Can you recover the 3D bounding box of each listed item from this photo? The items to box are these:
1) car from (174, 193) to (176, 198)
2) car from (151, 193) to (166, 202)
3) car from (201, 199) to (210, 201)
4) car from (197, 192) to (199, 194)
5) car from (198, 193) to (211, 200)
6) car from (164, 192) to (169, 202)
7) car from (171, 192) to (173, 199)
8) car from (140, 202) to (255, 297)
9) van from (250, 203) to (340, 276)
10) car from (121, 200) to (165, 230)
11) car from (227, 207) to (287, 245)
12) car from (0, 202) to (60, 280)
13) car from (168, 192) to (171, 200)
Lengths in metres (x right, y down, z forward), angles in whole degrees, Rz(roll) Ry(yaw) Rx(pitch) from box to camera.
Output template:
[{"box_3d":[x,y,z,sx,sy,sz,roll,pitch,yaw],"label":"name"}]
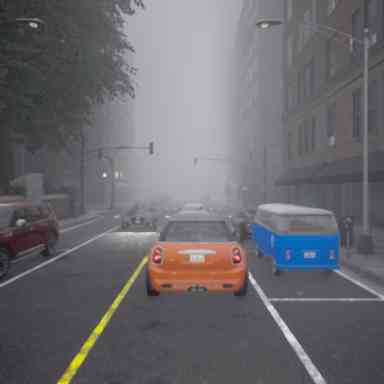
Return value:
[{"box_3d":[-5.655,1.063,80.815,2.008,1.369,4.403,0,0,0],"label":"car"},{"box_3d":[-5.660,1.194,53.392,1.752,1.417,4.829,0,0,0],"label":"car"},{"box_3d":[0.105,1.404,20.467,1.812,1.442,4.674,0,0,0],"label":"car"},{"box_3d":[2.870,1.063,80.845,2.008,1.369,4.403,0,0,0],"label":"car"},{"box_3d":[2.868,1.012,69.948,1.967,1.590,4.097,0,0,0],"label":"car"},{"box_3d":[-5.659,1.185,59.012,2.008,1.369,4.403,0,0,0],"label":"car"},{"box_3d":[-5.657,1.116,69.914,1.887,1.381,4.507,0,0,0],"label":"car"},{"box_3d":[0.102,1.302,8.636,2.097,1.767,4.553,0,0,0],"label":"car"},{"box_3d":[2.857,1.283,9.911,1.690,1.788,3.998,0,0,0],"label":"van"},{"box_3d":[-2.996,1.443,20.372,1.994,1.385,4.181,0,0,0],"label":"car"},{"box_3d":[2.859,1.474,15.573,1.947,1.339,4.313,0,0,0],"label":"car"},{"box_3d":[-5.667,1.257,9.873,2.192,1.841,5.009,0,0,0],"label":"car"},{"box_3d":[-5.658,1.147,64.463,1.887,1.381,4.507,0,0,0],"label":"car"}]
